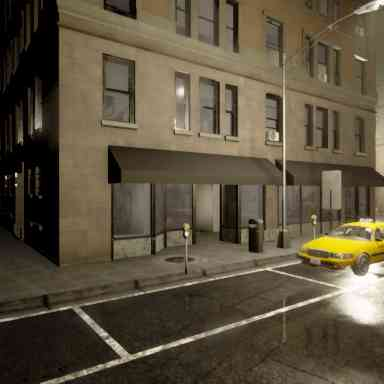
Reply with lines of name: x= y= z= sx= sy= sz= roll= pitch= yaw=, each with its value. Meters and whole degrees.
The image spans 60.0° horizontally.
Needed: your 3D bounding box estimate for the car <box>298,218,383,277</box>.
car: x=5.253 y=1.526 z=10.273 sx=4.829 sy=1.417 sz=1.752 roll=0 pitch=0 yaw=-35
